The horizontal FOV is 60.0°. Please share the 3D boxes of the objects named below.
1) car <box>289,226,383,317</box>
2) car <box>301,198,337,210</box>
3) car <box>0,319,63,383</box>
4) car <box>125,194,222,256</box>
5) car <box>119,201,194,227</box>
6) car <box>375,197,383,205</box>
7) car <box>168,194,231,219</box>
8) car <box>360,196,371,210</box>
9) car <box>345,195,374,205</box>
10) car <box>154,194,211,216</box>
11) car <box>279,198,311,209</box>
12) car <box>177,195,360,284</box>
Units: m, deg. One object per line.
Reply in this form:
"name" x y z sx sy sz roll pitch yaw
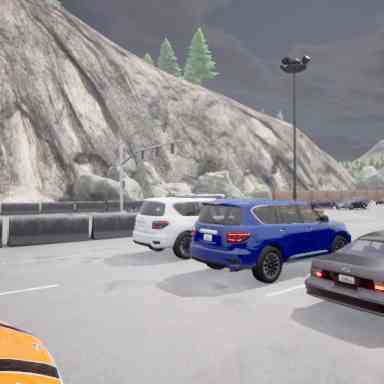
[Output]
"car" 4.702 1.547 7.191 5.357 1.411 2.033 0 0 -36
"car" 15.876 1.510 41.540 4.718 1.301 1.895 0 0 -36
"car" -2.975 1.350 1.618 4.553 1.767 2.097 0 0 -36
"car" 0.484 1.221 12.773 5.566 2.045 2.150 0 0 -36
"car" -2.462 1.492 23.819 4.902 1.511 2.128 0 0 -36
"car" 30.541 1.391 52.214 4.181 1.385 1.994 0 0 -36
"car" 0.764 1.214 30.506 5.566 2.045 2.150 0 0 -36
"car" 18.924 1.397 39.432 4.902 1.511 2.128 0 0 -36
"car" 27.359 1.325 54.229 4.902 1.511 2.128 0 0 -36
"car" -0.912 1.212 33.617 5.566 2.045 2.150 0 0 -36
"car" 13.811 1.473 44.365 4.181 1.385 1.994 0 0 -36
"car" 2.511 1.221 9.897 5.566 2.045 2.150 0 0 -38
